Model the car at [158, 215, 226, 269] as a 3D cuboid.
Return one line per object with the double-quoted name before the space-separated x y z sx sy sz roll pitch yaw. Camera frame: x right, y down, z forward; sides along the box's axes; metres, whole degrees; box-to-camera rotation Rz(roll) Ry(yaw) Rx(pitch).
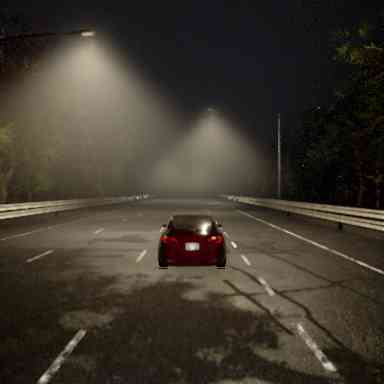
"car" 0.004 1.473 11.079 2.163 1.488 4.792 0 0 0
